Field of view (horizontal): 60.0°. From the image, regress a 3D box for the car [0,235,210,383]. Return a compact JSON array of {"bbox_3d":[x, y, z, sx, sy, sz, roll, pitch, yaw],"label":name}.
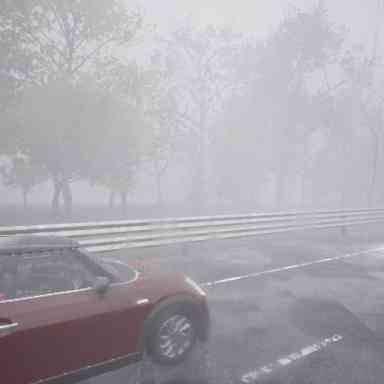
[{"bbox_3d":[-1.949,1.352,4.286,4.553,1.767,2.097,0,0,-36],"label":"car"}]
